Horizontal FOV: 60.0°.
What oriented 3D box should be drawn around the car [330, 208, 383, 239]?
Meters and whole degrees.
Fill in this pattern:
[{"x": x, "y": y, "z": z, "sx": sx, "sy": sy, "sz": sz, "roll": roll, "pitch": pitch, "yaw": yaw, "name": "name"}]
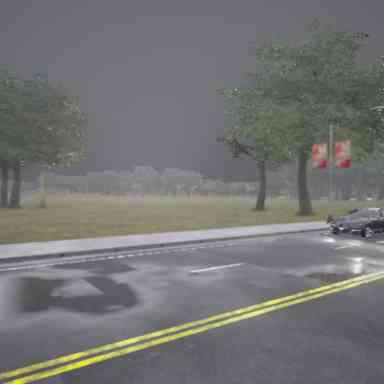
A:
[{"x": 9.679, "y": 1.653, "z": 18.560, "sx": 4.892, "sy": 1.490, "sz": 1.837, "roll": 1, "pitch": 0, "yaw": -35, "name": "car"}]
